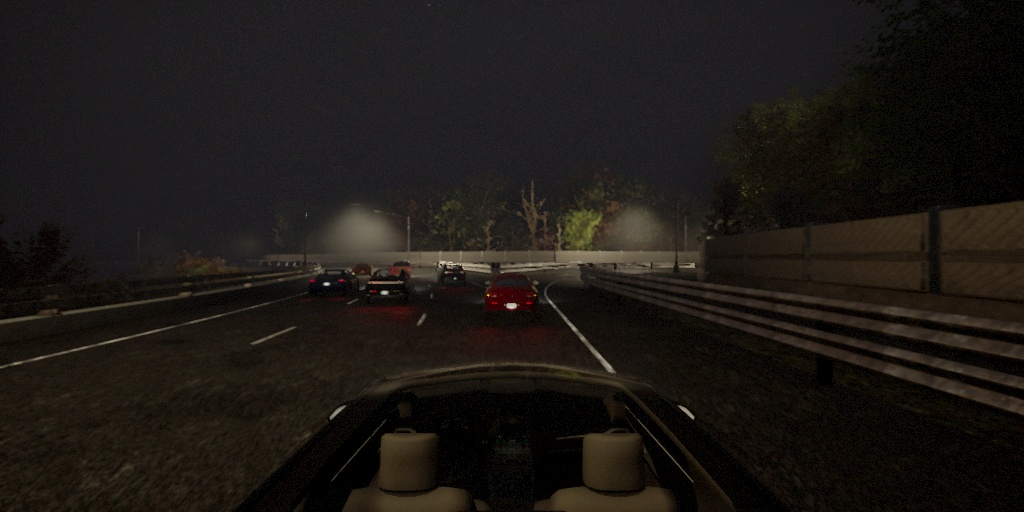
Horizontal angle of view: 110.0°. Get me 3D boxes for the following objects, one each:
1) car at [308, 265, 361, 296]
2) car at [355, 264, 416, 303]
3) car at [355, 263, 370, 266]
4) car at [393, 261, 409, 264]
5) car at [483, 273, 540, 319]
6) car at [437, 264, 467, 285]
[{"bbox_3d":[-10.040,1.420,20.501,1.994,1.385,4.181,0,0,-13],"label":"car"},{"bbox_3d":[-5.733,1.327,17.215,2.128,1.511,4.902,0,0,-11],"label":"car"},{"bbox_3d":[-15.856,1.432,38.081,1.882,1.535,5.008,0,0,-23],"label":"car"},{"bbox_3d":[-10.990,1.289,35.311,2.097,1.767,4.553,0,0,-21],"label":"car"},{"bbox_3d":[-0.006,1.336,13.047,1.812,1.442,4.674,0,0,0],"label":"car"},{"bbox_3d":[-4.692,1.382,27.624,2.128,1.511,4.902,0,0,-16],"label":"car"}]
